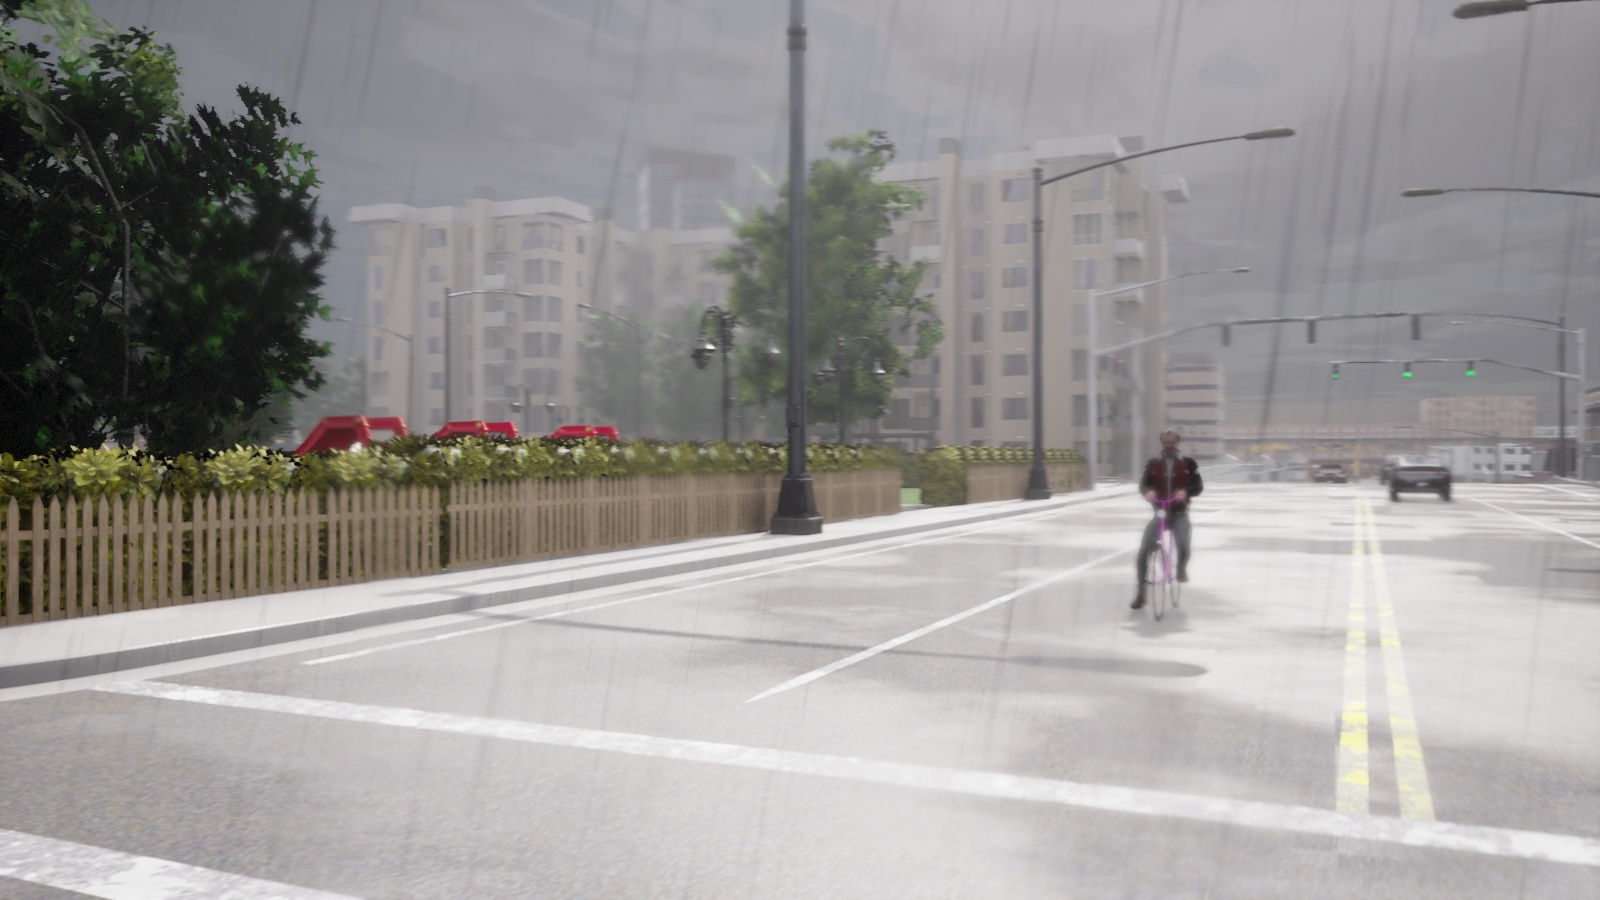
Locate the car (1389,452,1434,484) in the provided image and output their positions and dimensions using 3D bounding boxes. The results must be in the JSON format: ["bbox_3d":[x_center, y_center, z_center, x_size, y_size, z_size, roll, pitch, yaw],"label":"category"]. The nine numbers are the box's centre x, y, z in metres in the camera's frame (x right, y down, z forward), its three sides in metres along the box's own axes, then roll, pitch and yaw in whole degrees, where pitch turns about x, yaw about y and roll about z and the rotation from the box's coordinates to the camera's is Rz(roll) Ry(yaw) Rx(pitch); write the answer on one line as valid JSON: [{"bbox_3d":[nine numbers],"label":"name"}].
[{"bbox_3d":[30.045,0.871,61.837,1.837,1.490,4.892,-1,-1,24],"label":"car"}]

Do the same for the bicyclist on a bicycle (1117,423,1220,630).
[{"bbox_3d":[3.468,0.662,11.724,0.659,1.776,1.843,0,-1,24],"label":"bicyclist on a bicycle"}]

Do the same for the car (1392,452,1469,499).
[{"bbox_3d":[21.376,0.831,42.725,2.128,1.511,4.902,0,0,24],"label":"car"}]

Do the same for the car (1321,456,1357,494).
[{"bbox_3d":[32.814,1.523,76.401,1.905,1.878,3.866,0,-7,24],"label":"car"}]
